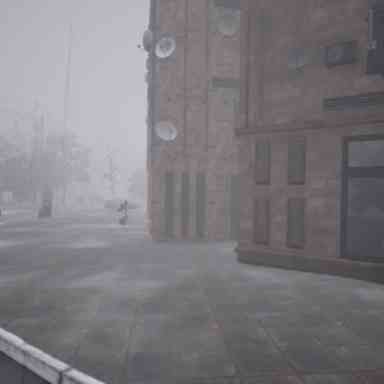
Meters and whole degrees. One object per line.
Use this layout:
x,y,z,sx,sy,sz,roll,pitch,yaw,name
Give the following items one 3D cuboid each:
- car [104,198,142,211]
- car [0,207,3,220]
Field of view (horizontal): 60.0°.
-8.012,1.546,39.296,2.128,1.511,4.902,1,-3,39,car
-14.390,1.248,21.721,1.882,1.535,5.008,1,1,-1,car
